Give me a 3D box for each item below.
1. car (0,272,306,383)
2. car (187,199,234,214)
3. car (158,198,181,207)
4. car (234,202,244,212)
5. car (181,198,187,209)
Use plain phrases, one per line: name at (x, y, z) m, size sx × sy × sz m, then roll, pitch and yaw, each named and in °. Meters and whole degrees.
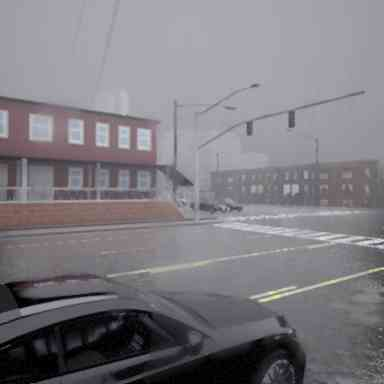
car at (-0.943, 1.529, 3.074) m, size 4.674 × 1.442 × 1.812 m, roll 0°, pitch 0°, yaw -35°
car at (1.955, 1.581, 37.475) m, size 2.128 × 1.511 × 4.902 m, roll 0°, pitch 0°, yaw -35°
car at (-4.038, 1.566, 45.871) m, size 1.882 × 1.535 × 5.008 m, roll 0°, pitch 0°, yaw -36°
car at (4.150, 1.607, 40.426) m, size 1.837 × 1.490 × 4.892 m, roll 0°, pitch 0°, yaw -36°
car at (-1.225, 1.627, 47.973) m, size 1.812 × 1.442 × 4.674 m, roll 0°, pitch 0°, yaw -36°
